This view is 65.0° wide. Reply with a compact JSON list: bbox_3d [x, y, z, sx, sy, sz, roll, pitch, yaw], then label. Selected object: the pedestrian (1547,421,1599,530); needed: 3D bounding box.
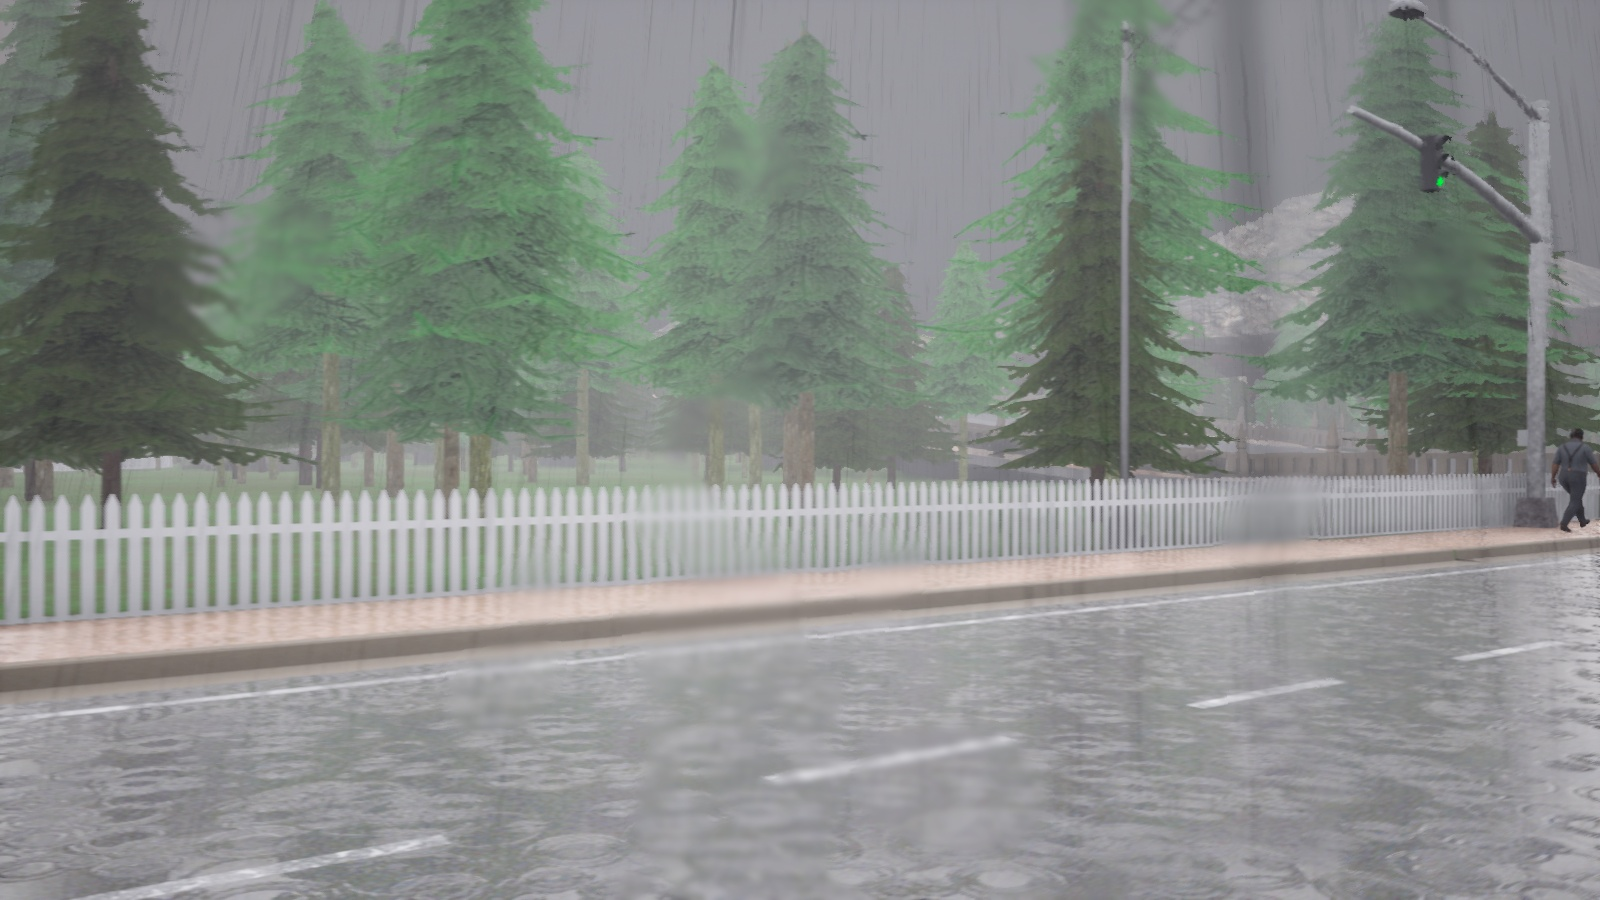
[{"bbox_3d":[13.294,0.428,21.558,0.694,1.848,0.540,0,0,-30],"label":"pedestrian"}]
